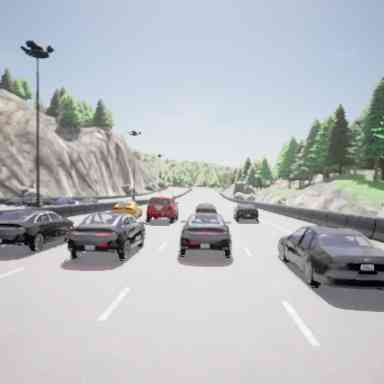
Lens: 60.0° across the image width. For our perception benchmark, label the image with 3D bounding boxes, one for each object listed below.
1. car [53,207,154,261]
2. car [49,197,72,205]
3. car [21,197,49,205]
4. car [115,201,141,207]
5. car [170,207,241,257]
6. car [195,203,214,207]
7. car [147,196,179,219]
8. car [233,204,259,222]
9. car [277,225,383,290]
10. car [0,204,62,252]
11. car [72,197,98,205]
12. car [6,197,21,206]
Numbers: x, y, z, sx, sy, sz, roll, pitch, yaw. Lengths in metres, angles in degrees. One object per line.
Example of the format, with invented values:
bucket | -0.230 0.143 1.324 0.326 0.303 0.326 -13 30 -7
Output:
car | -2.991 1.518 12.533 2.128 1.511 4.902 1 -1 3
car | -19.089 1.543 49.868 1.812 1.442 4.674 1 0 3
car | -22.597 1.498 49.618 2.033 1.411 5.357 1 0 3
car | -5.751 1.589 30.103 1.882 1.535 5.008 1 -1 3
car | 0.551 1.591 13.372 2.128 1.511 4.902 1 0 3
car | 1.244 1.716 29.852 1.882 1.535 5.008 1 -1 3
car | -2.361 1.378 27.564 2.150 2.045 5.566 1 0 3
car | 4.741 1.779 29.723 1.882 1.535 5.008 1 -1 3
car | 3.873 1.679 9.612 2.033 1.411 5.357 1 0 3
car | -6.441 1.465 13.670 2.128 1.511 4.902 1 0 3
car | -15.581 1.574 50.046 2.128 1.511 4.902 1 0 3
car | -26.078 1.453 50.055 1.994 1.385 4.181 1 0 3
